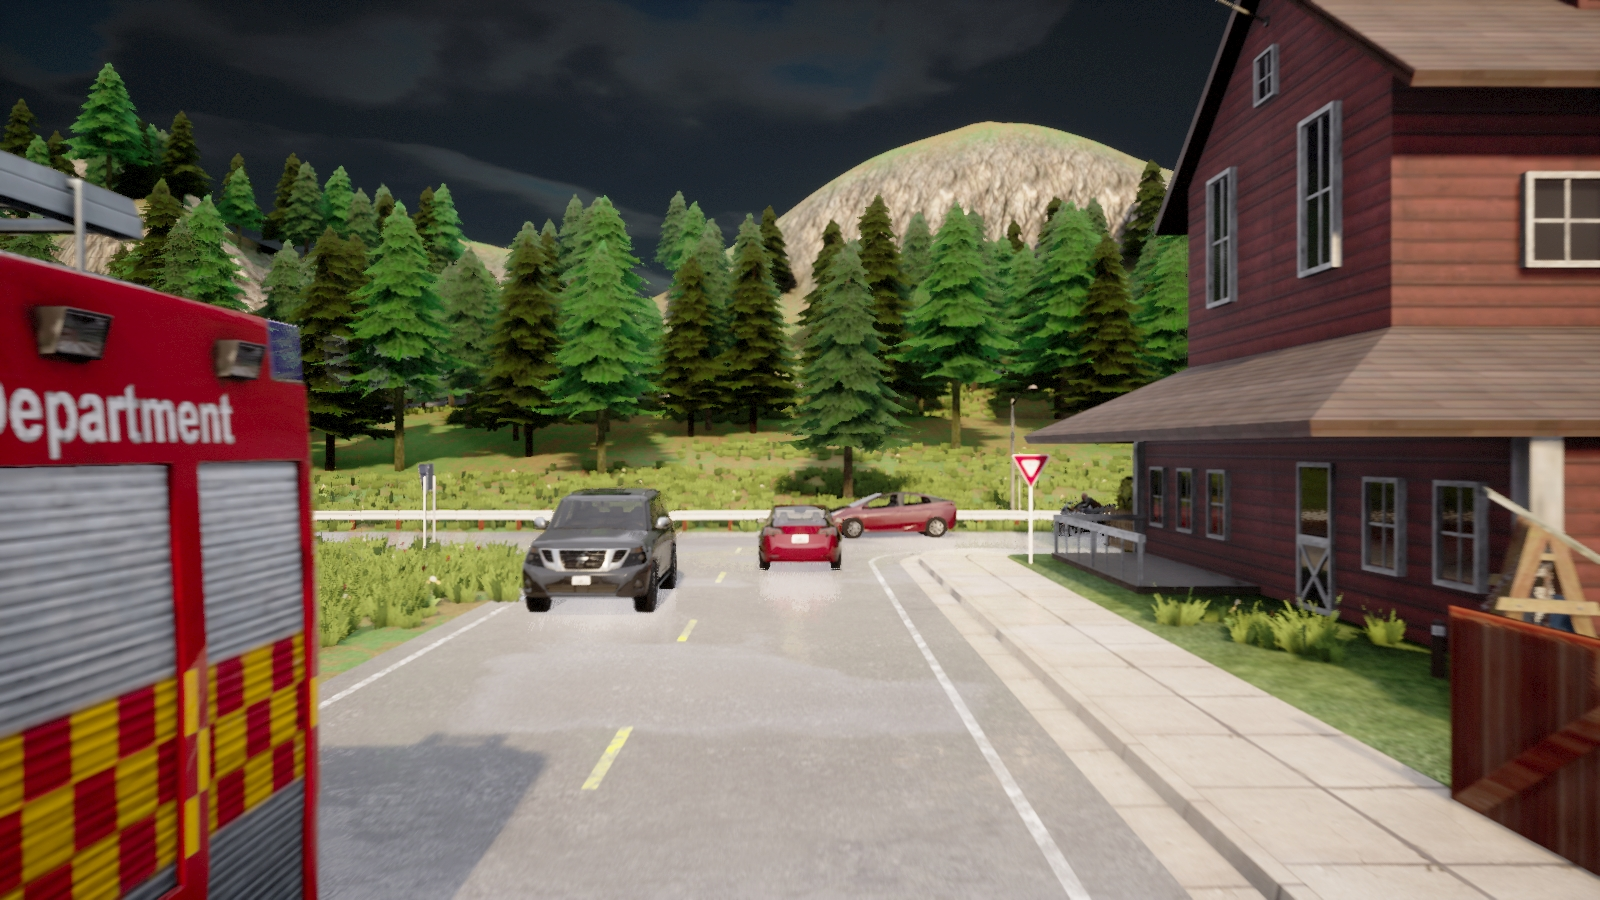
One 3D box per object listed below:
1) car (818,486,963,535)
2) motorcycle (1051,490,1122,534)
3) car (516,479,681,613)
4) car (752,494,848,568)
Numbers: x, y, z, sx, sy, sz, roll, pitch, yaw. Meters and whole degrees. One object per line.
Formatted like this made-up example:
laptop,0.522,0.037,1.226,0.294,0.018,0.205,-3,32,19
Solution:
car,3.001,2.019,38.404,4.514,1.525,2.007,0,0,-7
motorcycle,9.692,2.101,38.722,2.209,1.460,0.867,0,0,0
car,-3.584,1.639,21.484,2.150,2.045,5.566,0,0,0
car,-0.001,1.923,28.228,2.163,1.488,4.792,0,0,0
